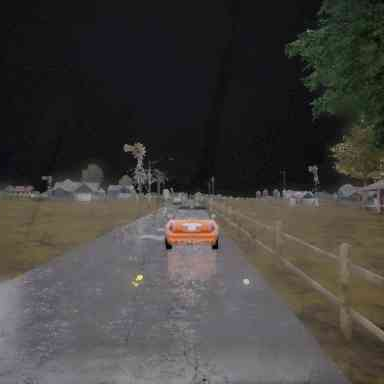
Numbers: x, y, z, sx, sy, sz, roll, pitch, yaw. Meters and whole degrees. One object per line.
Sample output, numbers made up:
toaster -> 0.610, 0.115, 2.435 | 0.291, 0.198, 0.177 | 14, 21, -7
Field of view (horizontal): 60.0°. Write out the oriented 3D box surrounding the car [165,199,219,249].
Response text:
car -> 0.000, 1.382, 14.631 | 2.097, 1.767, 4.553 | 0, 0, 0

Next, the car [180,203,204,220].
car -> 0.000, 1.689, 29.699 | 1.895, 1.301, 4.718 | 0, 0, 0
